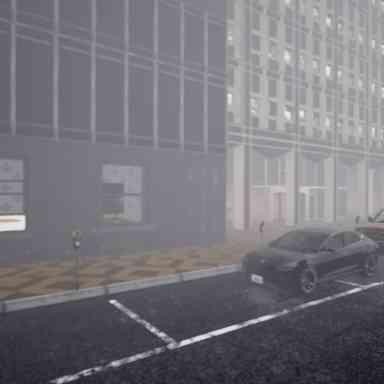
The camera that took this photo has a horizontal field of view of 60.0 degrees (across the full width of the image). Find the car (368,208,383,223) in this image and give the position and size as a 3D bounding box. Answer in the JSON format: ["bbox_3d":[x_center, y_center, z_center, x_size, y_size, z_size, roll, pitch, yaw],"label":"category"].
[{"bbox_3d":[7.912,1.439,12.192,5.009,1.841,2.192,1,-1,-35],"label":"car"}]

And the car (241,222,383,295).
[{"bbox_3d":[3.270,1.638,8.886,4.313,1.339,1.947,1,-1,-35],"label":"car"}]
